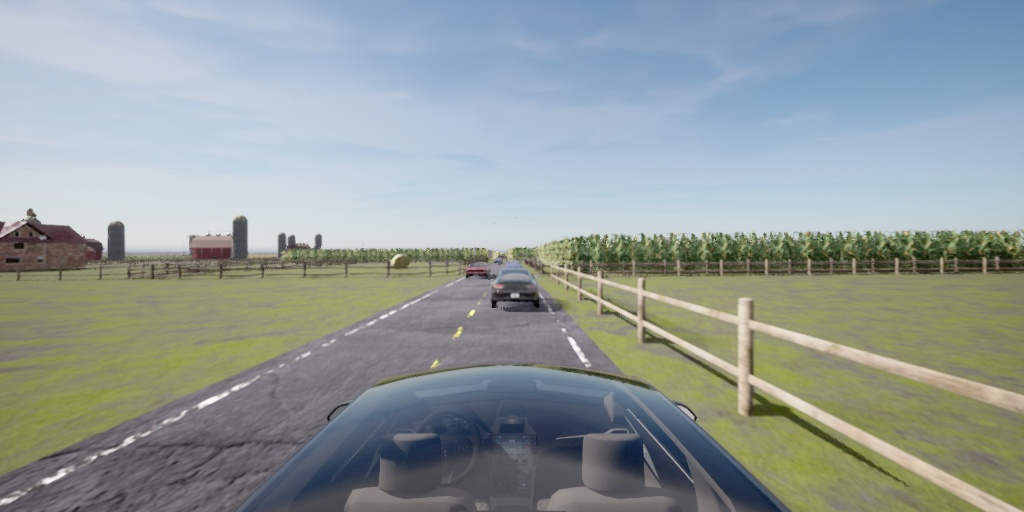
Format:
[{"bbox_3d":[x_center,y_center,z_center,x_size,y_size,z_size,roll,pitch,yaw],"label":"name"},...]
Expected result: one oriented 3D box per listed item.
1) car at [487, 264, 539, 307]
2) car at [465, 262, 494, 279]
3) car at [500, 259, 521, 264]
[{"bbox_3d":[0.110,1.215,14.885,1.812,1.442,4.674,0,0,0],"label":"car"},{"bbox_3d":[-2.830,1.220,30.581,1.895,1.301,4.718,0,0,0],"label":"car"},{"bbox_3d":[0.121,1.144,35.729,2.033,1.411,5.357,0,0,0],"label":"car"}]
